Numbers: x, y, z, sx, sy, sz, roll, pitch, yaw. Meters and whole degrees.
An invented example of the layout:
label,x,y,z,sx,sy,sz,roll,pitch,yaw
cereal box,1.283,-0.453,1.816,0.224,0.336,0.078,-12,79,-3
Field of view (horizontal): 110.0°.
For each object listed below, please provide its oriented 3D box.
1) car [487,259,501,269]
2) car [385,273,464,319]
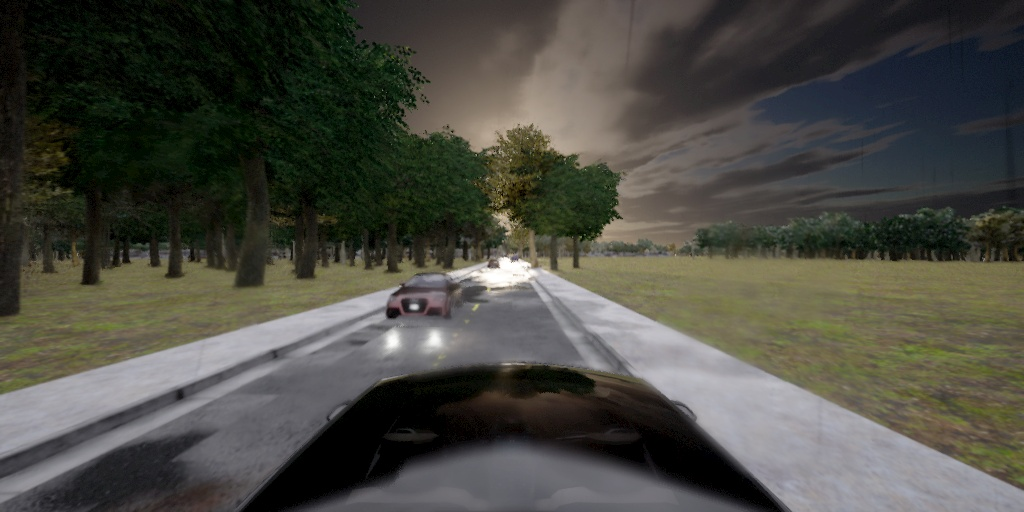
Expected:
label,x,y,z,sx,sy,sz,roll,pitch,yaw
car,-2.819,1.205,55.416,1.812,1.442,4.674,0,0,0
car,-2.853,1.300,12.505,1.994,1.385,4.181,0,0,0
